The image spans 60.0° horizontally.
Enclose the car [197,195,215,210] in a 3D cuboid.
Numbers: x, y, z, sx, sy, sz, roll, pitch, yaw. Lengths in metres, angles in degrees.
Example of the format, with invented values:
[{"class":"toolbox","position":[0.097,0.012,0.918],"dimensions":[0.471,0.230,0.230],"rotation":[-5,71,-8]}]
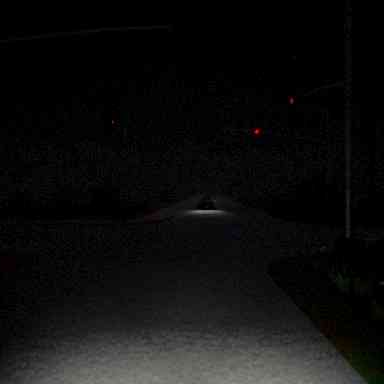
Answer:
[{"class":"car","position":[1.662,1.460,38.928],"dimensions":[1.994,1.385,4.181],"rotation":[0,1,3]}]
